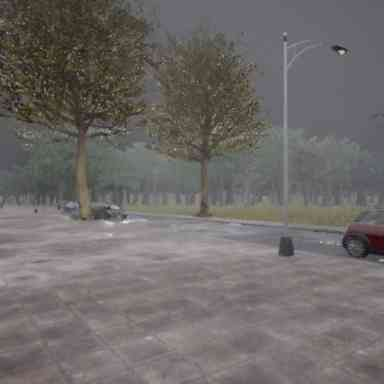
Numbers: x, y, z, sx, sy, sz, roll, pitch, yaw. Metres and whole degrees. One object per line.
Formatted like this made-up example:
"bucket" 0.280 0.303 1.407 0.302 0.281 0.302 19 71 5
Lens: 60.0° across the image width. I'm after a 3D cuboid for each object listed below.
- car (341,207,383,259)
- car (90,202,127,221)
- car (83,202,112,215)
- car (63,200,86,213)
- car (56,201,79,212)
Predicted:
"car" 7.197 1.306 10.344 2.097 1.767 4.553 0 0 -35
"car" -7.809 1.923 31.587 1.812 1.442 4.674 -1 -1 -35
"car" -12.263 2.097 42.911 2.128 1.511 4.902 -1 -1 -35
"car" -18.050 2.164 50.998 2.097 1.767 4.553 -1 -1 -35
"car" -16.954 1.888 44.682 2.128 1.511 4.902 -1 -1 -35
